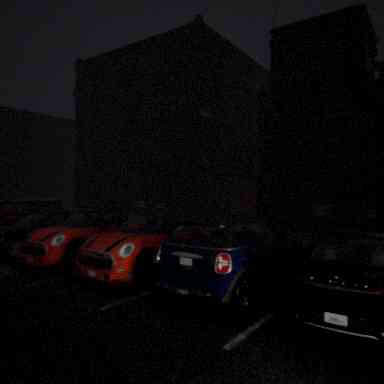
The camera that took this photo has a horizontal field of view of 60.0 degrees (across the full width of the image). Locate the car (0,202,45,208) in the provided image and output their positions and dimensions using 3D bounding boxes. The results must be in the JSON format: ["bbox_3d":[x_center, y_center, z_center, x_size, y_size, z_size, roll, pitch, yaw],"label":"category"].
[{"bbox_3d":[-10.199,1.494,15.996,1.946,1.575,5.366,0,0,35],"label":"car"}]

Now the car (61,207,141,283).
[{"bbox_3d":[-1.093,1.356,9.770,2.185,1.767,4.553,0,0,35],"label":"car"}]

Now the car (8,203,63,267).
[{"bbox_3d":[-3.338,1.358,11.371,2.185,1.767,4.553,0,0,35],"label":"car"}]

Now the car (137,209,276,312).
[{"bbox_3d":[1.116,1.354,8.118,2.185,1.767,4.553,0,0,35],"label":"car"}]

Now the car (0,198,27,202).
[{"bbox_3d":[-12.321,1.251,17.771,2.435,2.045,5.566,0,0,35],"label":"car"}]

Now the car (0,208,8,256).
[{"bbox_3d":[-5.598,1.488,12.950,2.097,1.535,5.008,0,0,35],"label":"car"}]

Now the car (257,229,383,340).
[{"bbox_3d":[3.375,1.481,6.539,2.231,1.521,4.892,0,0,35],"label":"car"}]
